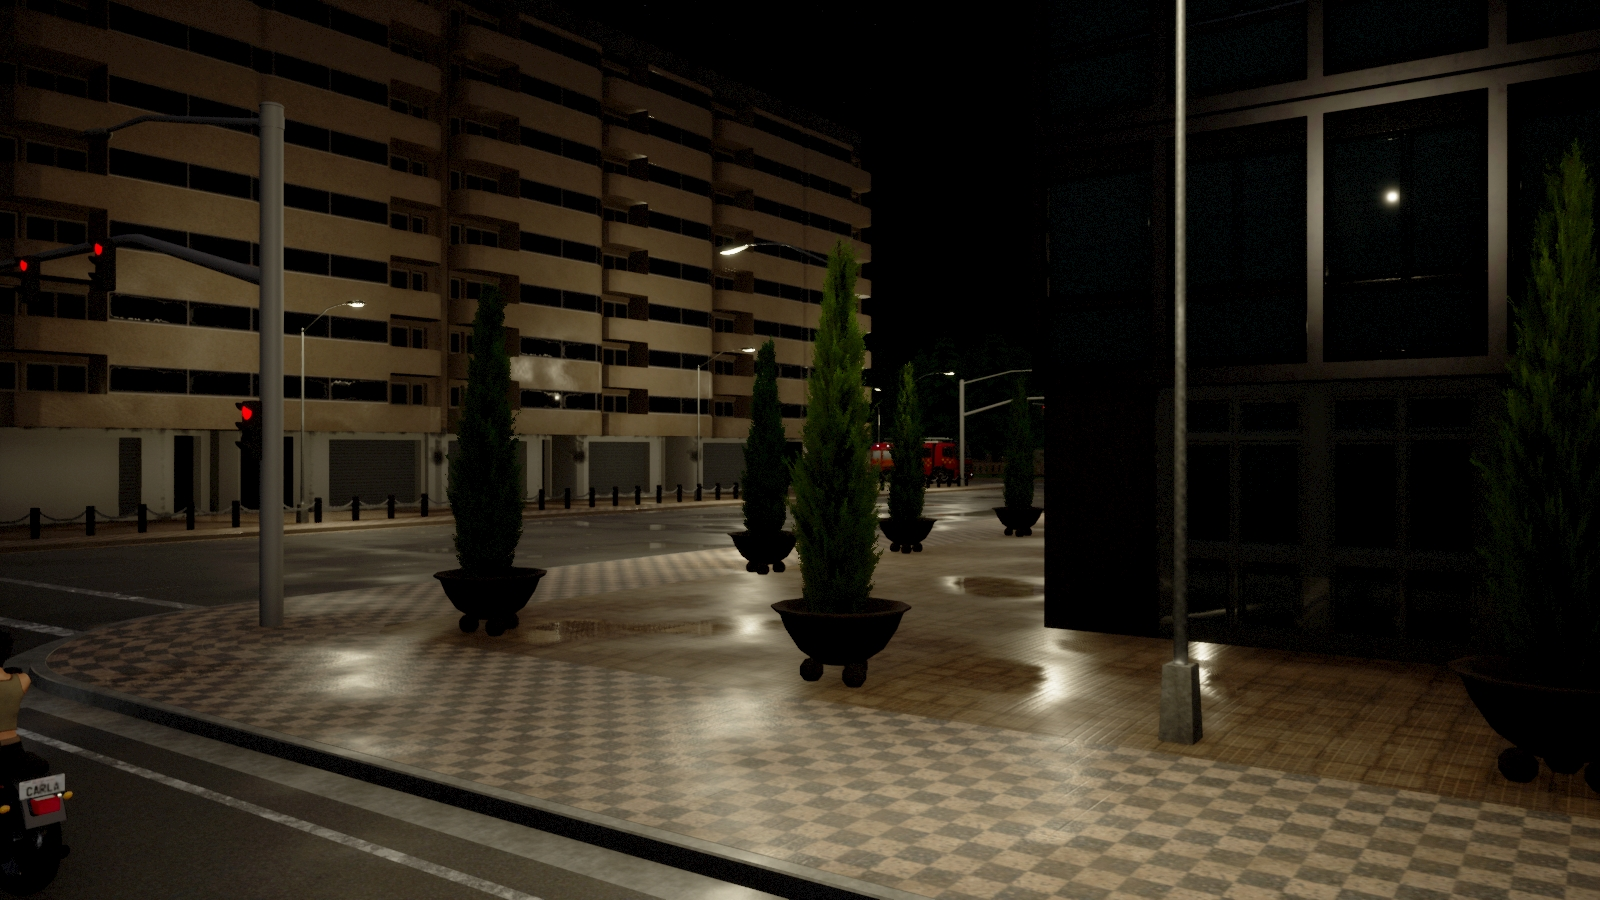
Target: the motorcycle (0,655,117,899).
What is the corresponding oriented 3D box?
[{"bbox_3d":[-5.562,2.151,7.682,2.356,1.307,0.764,0,0,35],"label":"motorcycle"}]
